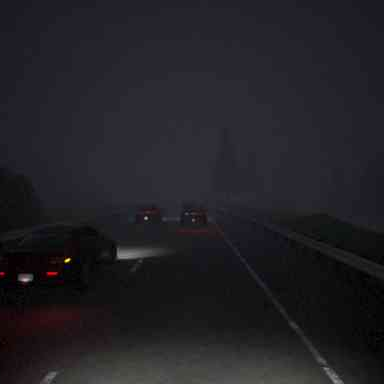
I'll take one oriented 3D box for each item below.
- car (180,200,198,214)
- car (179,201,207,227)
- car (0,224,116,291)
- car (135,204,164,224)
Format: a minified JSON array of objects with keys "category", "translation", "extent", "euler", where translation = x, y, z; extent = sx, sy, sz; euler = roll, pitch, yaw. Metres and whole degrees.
[{"category":"car","translation":[-0.436,1.800,41.360],"extent":[1.882,1.535,5.008],"euler":[0,-1,-3]},{"category":"car","translation":[0.096,1.683,24.500],"extent":[2.128,1.511,4.902],"euler":[0,0,0]},{"category":"car","translation":[-3.397,1.597,9.101],"extent":[1.812,1.442,4.674],"euler":[0,0,0]},{"category":"car","translation":[-3.428,1.716,27.113],"extent":[1.837,1.490,4.892],"euler":[0,0,-1]}]
